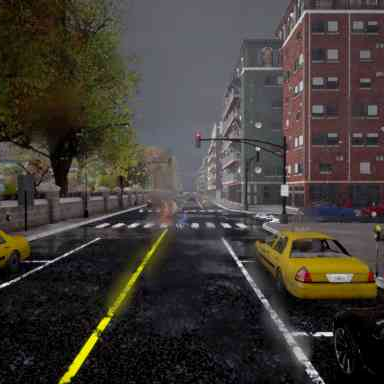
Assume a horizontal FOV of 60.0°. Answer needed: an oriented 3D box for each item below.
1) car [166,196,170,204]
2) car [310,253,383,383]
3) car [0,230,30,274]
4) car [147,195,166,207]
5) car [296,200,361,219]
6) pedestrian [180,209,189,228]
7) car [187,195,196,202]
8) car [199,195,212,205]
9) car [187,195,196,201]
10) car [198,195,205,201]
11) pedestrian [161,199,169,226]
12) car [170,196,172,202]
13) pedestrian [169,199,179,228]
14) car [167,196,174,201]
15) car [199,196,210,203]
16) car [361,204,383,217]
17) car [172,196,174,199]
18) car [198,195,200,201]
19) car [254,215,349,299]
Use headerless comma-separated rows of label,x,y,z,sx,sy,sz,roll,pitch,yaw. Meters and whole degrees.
car,-5.775,1.470,62.805,1.967,1.590,4.097,0,0,0
car,2.685,1.566,2.549,1.947,1.339,4.313,0,0,0
car,-5.703,1.526,7.998,1.752,1.417,4.829,0,0,0
car,-5.761,1.335,51.735,2.192,1.841,5.009,0,0,0
car,13.103,1.814,32.575,5.357,1.411,2.033,1,0,0
pedestrian,-0.470,1.578,20.963,0.375,1.300,0.375,0,0,0
car,-0.098,1.592,77.468,1.994,1.385,4.181,0,0,0
car,2.613,1.550,57.451,1.752,1.417,4.829,0,0,0
car,-0.112,1.495,87.479,2.128,1.511,4.902,0,0,0
car,2.571,1.606,90.492,1.887,1.381,4.507,0,0,0
pedestrian,-1.742,1.298,21.560,0.375,1.860,0.375,0,0,0
car,-5.781,1.581,68.340,1.887,1.381,4.507,0,0,0
pedestrian,-1.060,1.298,20.361,0.375,1.860,0.375,0,0,0
car,-5.809,1.643,90.481,1.802,1.307,4.206,0,0,0
car,2.599,1.587,68.352,2.008,1.369,4.403,0,0,0
car,20.260,1.931,35.210,4.507,1.381,1.887,1,-1,0
car,-5.795,1.630,79.410,1.802,1.307,4.206,0,0,0
car,2.606,1.575,62.816,1.887,1.381,4.507,0,0,0
car,2.677,1.526,8.350,1.752,1.417,4.829,0,0,0
